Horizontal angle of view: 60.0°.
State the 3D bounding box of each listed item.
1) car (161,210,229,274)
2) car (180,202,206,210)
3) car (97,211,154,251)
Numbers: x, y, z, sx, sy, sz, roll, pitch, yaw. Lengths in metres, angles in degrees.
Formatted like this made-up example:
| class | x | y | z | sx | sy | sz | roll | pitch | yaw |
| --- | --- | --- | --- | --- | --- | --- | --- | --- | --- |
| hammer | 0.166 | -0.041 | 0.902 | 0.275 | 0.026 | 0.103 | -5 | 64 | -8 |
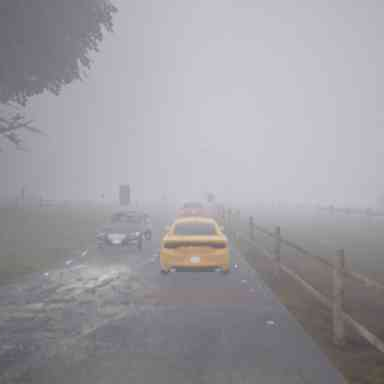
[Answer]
| class | x | y | z | sx | sy | sz | roll | pitch | yaw |
| --- | --- | --- | --- | --- | --- | --- | --- | --- | --- |
| car | 0.090 | 1.574 | 10.924 | 1.882 | 1.535 | 5.008 | 0 | 0 | 0 |
| car | 0.092 | 1.575 | 26.783 | 2.097 | 1.767 | 4.553 | 0 | 0 | 0 |
| car | -2.846 | 1.622 | 14.985 | 2.128 | 1.511 | 4.902 | 0 | 0 | 0 |
